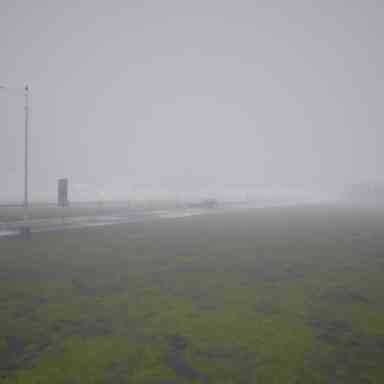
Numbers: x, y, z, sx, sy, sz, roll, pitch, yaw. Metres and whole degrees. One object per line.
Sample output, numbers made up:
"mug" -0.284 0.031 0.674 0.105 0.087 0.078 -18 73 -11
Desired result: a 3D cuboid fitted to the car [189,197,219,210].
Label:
"car" 1.537 1.373 42.177 1.882 1.535 5.008 1 1 34
